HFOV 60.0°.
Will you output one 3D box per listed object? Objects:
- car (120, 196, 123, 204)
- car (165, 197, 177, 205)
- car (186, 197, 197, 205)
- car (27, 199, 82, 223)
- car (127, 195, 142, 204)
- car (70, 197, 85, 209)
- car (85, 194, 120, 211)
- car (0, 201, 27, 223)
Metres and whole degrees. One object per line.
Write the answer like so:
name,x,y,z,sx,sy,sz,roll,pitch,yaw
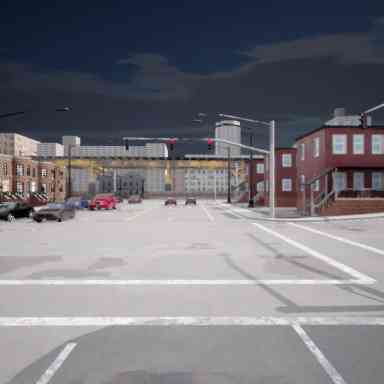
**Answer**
car,-14.194,1.493,62.350,2.128,1.511,4.902,0,0,0
car,-3.565,1.526,56.764,1.812,1.442,4.674,0,0,0
car,-0.170,1.526,58.582,1.812,1.442,4.674,0,0,0
car,-10.488,1.547,25.845,2.033,1.411,5.357,0,0,-4
car,-10.695,1.351,62.262,2.097,1.767,4.553,0,0,0
car,-14.215,1.352,40.859,2.097,1.767,4.553,0,0,0
car,-10.718,1.221,40.339,2.150,2.045,5.566,0,0,-1
car,-14.175,1.477,25.918,1.882,1.535,5.008,0,0,0
